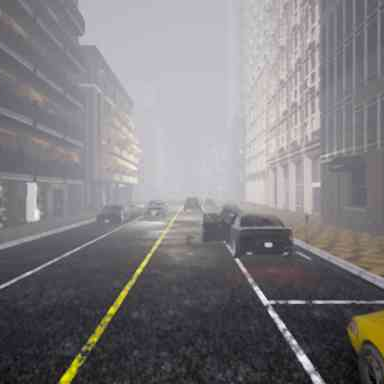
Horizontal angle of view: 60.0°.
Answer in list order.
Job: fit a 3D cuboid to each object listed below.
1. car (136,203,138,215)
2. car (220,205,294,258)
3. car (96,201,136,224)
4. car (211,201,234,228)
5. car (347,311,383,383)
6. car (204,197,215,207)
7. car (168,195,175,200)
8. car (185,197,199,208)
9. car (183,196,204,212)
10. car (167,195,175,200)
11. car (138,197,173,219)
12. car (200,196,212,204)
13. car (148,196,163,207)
[{"bbox_3d":[-5.699,1.521,29.982,1.752,1.417,4.829,0,0,0],"label":"car"},{"bbox_3d":[2.358,1.474,12.718,1.882,1.535,5.008,0,0,0],"label":"car"},{"bbox_3d":[-5.698,1.561,24.503,1.947,1.339,4.313,0,0,0],"label":"car"},{"bbox_3d":[2.683,1.561,24.505,1.947,1.339,4.313,0,0,0],"label":"car"},{"bbox_3d":[2.688,1.525,2.081,1.752,1.417,4.829,0,0,0],"label":"car"},{"bbox_3d":[2.677,1.547,52.747,1.887,1.381,4.507,0,0,0],"label":"car"},{"bbox_3d":[-5.712,1.575,86.637,2.008,1.369,4.403,0,0,0],"label":"car"},{"bbox_3d":[-0.011,1.479,49.354,1.882,1.535,5.008,0,0,0],"label":"car"},{"bbox_3d":[0.062,1.350,39.184,2.097,1.767,4.553,0,0,0],"label":"car"},{"bbox_3d":[-5.712,1.580,92.285,2.008,1.369,4.403,0,0,0],"label":"car"},{"bbox_3d":[-3.104,1.487,29.524,2.128,1.511,4.902,0,0,0],"label":"car"},{"bbox_3d":[2.674,1.558,64.045,2.008,1.369,4.403,0,0,0],"label":"car"},{"bbox_3d":[-5.704,1.443,52.745,1.967,1.590,4.097,0,0,0],"label":"car"}]
